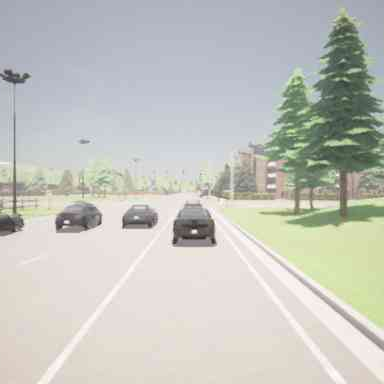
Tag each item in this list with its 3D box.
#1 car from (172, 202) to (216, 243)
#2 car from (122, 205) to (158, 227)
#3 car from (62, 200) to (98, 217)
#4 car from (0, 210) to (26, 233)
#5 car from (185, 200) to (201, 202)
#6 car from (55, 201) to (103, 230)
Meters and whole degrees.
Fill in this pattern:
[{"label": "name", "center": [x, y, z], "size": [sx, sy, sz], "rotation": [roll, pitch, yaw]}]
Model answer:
[{"label": "car", "center": [0.093, 1.462, 15.976], "size": [1.882, 1.535, 5.008], "rotation": [0, 0, 0]}, {"label": "car", "center": [-3.410, 1.541, 22.368], "size": [1.994, 1.385, 4.181], "rotation": [0, 0, 0]}, {"label": "car", "center": [-10.412, 1.532, 31.277], "size": [1.994, 1.385, 4.181], "rotation": [0, 0, 0]}, {"label": "car", "center": [-10.407, 1.530, 16.487], "size": [2.033, 1.411, 5.357], "rotation": [0, 0, 0]}, {"label": "car", "center": [0.088, 1.459, 30.839], "size": [2.128, 1.511, 4.902], "rotation": [0, 0, 0]}, {"label": "car", "center": [-6.909, 1.505, 20.649], "size": [1.812, 1.442, 4.674], "rotation": [0, 0, 0]}]
